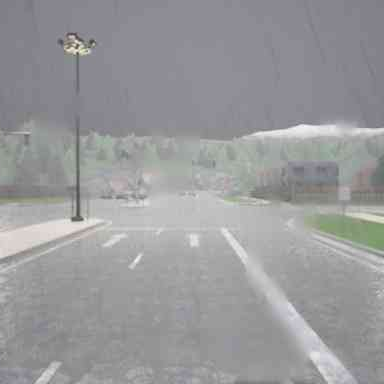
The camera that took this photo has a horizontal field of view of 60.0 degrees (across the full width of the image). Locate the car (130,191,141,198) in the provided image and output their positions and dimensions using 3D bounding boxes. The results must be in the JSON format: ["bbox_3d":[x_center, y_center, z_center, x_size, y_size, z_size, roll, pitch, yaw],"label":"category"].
[{"bbox_3d":[-14.986,0.643,87.818,2.097,1.767,4.553,0,0,0],"label":"car"}]

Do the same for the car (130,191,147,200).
[{"bbox_3d":[-11.488,0.929,71.199,1.837,1.490,4.892,0,0,0],"label":"car"}]

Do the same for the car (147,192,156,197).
[{"bbox_3d":[-11.485,0.799,93.950,1.994,1.385,4.181,0,0,0],"label":"car"}]

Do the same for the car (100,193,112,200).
[{"bbox_3d":[-18.488,0.977,71.714,1.994,1.385,4.181,0,0,0],"label":"car"}]

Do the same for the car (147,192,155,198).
[{"bbox_3d":[-11.486,0.790,87.632,1.837,1.490,4.892,0,0,0],"label":"car"}]

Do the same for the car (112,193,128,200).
[{"bbox_3d":[-14.988,0.969,71.210,2.033,1.411,5.357,0,0,0],"label":"car"}]

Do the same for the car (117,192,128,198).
[{"bbox_3d":[-18.486,0.843,88.126,1.994,1.385,4.181,0,0,0],"label":"car"}]
